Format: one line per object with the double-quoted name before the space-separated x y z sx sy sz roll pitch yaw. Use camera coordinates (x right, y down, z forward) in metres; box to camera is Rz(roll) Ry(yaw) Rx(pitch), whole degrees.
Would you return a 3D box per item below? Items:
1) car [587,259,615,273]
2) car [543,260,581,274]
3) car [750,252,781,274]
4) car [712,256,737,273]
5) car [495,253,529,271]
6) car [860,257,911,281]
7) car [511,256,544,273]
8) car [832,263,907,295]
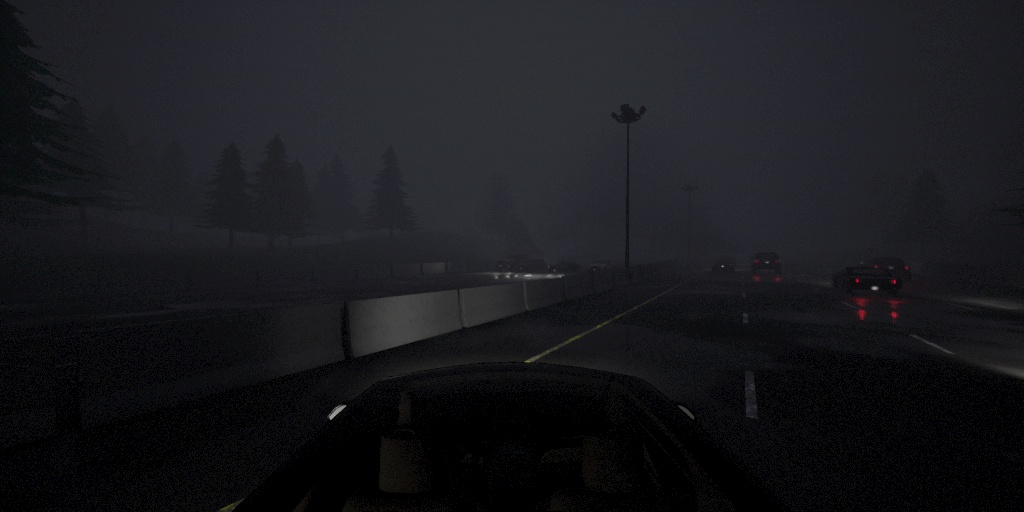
"car" 9.315 1.027 37.103 1.812 1.442 4.674 0 1 33
"car" 5.464 1.118 37.604 1.895 1.301 4.718 0 1 33
"car" 24.460 0.628 34.610 2.150 2.045 5.566 0 1 32
"car" 21.886 0.955 37.087 1.994 1.385 4.181 0 1 33
"car" 0.207 0.717 42.356 2.150 2.045 5.566 0 1 33
"car" 28.020 0.835 27.183 2.097 1.767 4.553 0 1 33
"car" 2.228 1.030 39.052 1.837 1.490 4.892 0 0 33
"car" 18.779 1.235 19.231 1.895 1.301 4.718 0 1 33
